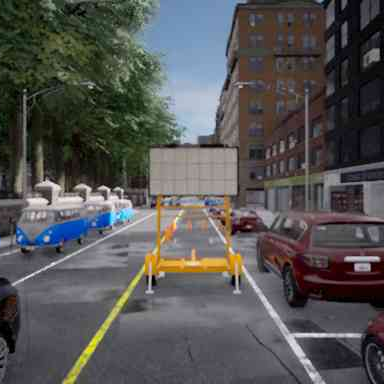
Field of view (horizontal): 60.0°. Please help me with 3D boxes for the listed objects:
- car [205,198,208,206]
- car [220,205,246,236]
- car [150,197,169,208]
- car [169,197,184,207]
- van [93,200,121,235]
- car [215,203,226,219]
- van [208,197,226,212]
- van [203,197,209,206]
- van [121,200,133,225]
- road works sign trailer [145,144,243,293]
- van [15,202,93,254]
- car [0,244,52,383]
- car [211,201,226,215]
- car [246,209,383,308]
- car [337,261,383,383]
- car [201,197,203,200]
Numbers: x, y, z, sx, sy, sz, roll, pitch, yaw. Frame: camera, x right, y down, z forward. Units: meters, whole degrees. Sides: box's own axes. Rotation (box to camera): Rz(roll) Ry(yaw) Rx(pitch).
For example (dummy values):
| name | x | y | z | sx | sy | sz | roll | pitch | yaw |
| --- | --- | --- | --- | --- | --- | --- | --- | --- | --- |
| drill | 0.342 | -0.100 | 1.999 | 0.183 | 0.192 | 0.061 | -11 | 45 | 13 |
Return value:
| name | x | y | z | sx | sy | sz | roll | pitch | yaw |
| --- | --- | --- | --- | --- | --- | --- | --- | --- | --- |
| car | 3.025 | 1.796 | 41.962 | 1.887 | 1.381 | 4.507 | 0 | 0 | 0 |
| car | 2.935 | 1.668 | 19.320 | 1.887 | 1.381 | 4.507 | 0 | 0 | 0 |
| car | -5.455 | 1.629 | 53.277 | 2.192 | 1.841 | 5.009 | 0 | 0 | 0 |
| car | -2.858 | 1.809 | 54.254 | 2.128 | 1.511 | 4.902 | 0 | 0 | 1 |
| van | -5.591 | 1.468 | 19.330 | 1.690 | 1.788 | 3.998 | 0 | 0 | 0 |
| car | 2.958 | 1.738 | 24.980 | 1.802 | 1.307 | 4.206 | 0 | 0 | 0 |
| van | 3.002 | 1.562 | 36.302 | 1.690 | 1.788 | 3.998 | 0 | 0 | 0 |
| van | 3.070 | 1.651 | 53.284 | 1.690 | 1.788 | 3.998 | 0 | 0 | 0 |
| van | -5.568 | 1.502 | 24.988 | 1.690 | 1.788 | 3.998 | 0 | 0 | 0 |
| road works sign trailer | 0.039 | 0.524 | 8.972 | 2.380 | 3.560 | 2.880 | 0 | 0 | 0 |
| van | -5.613 | 1.433 | 13.673 | 1.690 | 1.788 | 3.998 | 0 | 0 | 0 |
| car | -3.087 | 1.509 | 2.263 | 2.128 | 1.511 | 4.902 | 0 | 0 | 0 |
| car | 2.980 | 1.771 | 30.641 | 1.802 | 1.307 | 4.206 | 0 | 0 | 0 |
| car | 2.889 | 1.367 | 8.001 | 2.192 | 1.841 | 5.009 | 0 | 0 | 0 |
| car | 2.868 | 1.597 | 2.339 | 1.802 | 1.307 | 4.206 | 0 | 0 | 0 |
| car | 3.092 | 1.903 | 58.943 | 1.947 | 1.339 | 4.313 | 0 | 0 | 0 |
